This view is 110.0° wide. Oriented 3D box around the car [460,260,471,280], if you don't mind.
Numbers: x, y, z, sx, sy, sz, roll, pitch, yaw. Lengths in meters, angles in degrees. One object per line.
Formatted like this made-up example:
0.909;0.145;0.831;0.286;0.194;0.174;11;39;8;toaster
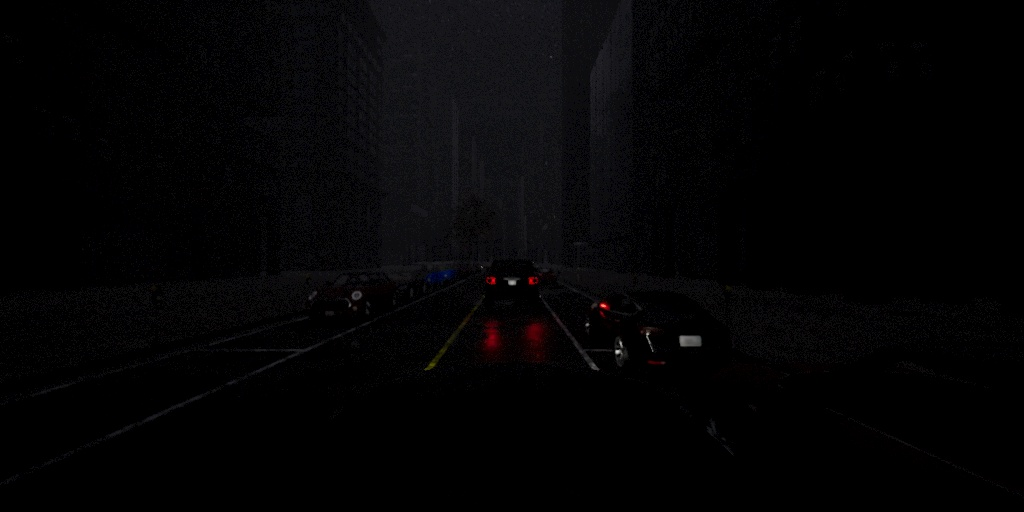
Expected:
-5.743;1.388;36.006;2.192;1.841;5.009;0;0;0;car

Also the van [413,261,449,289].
-5.749;1.307;24.652;1.690;1.789;3.998;0;0;0;van

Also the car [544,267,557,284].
2.779;1.602;30.330;1.802;1.307;4.207;0;0;0;car

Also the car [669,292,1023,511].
2.762;1.192;1.943;1.967;1.591;4.097;0;0;0;car

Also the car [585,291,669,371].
2.766;1.371;7.620;1.948;1.339;4.313;0;0;0;car

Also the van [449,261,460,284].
-5.746;1.361;30.329;1.690;1.789;3.998;0;0;0;van

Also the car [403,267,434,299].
-5.753;1.463;18.974;2.007;1.370;4.403;0;0;0;car

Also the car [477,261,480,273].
-5.736;1.748;47.360;1.948;1.339;4.313;0;0;0;car

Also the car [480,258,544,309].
0.009;1.100;15.870;2.150;2.045;5.566;0;0;0;car

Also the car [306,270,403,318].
-5.756;1.299;13.297;1.967;1.591;4.097;0;0;0;car

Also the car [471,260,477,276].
-5.739;1.442;41.683;2.192;1.841;5.009;0;0;0;car
